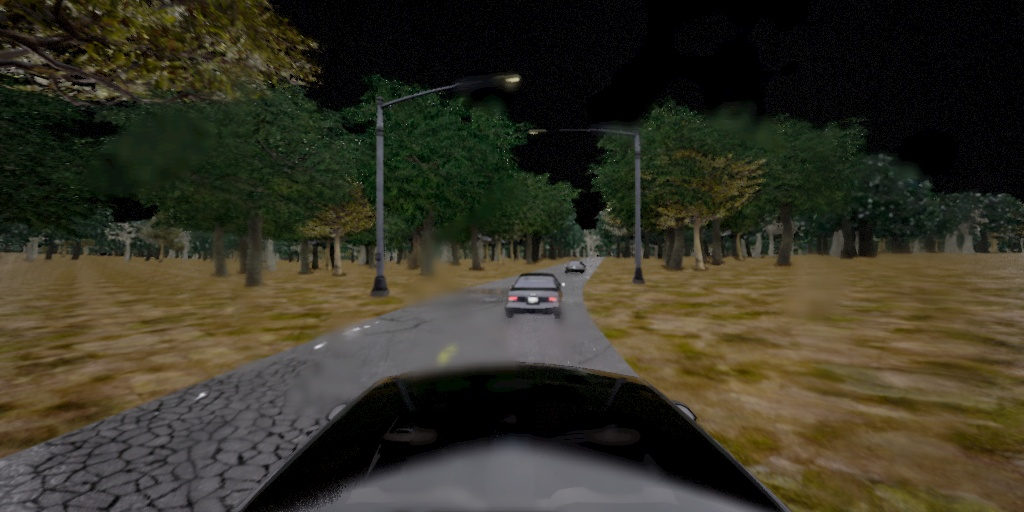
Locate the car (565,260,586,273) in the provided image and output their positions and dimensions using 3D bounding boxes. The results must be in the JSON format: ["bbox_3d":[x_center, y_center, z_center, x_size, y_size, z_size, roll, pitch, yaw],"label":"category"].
[{"bbox_3d":[7.047,1.130,39.582,1.994,1.385,4.181,0,1,15],"label":"car"}]

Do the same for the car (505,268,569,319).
[{"bbox_3d":[0.917,1.311,12.895,2.033,1.411,5.357,0,0,7],"label":"car"}]
